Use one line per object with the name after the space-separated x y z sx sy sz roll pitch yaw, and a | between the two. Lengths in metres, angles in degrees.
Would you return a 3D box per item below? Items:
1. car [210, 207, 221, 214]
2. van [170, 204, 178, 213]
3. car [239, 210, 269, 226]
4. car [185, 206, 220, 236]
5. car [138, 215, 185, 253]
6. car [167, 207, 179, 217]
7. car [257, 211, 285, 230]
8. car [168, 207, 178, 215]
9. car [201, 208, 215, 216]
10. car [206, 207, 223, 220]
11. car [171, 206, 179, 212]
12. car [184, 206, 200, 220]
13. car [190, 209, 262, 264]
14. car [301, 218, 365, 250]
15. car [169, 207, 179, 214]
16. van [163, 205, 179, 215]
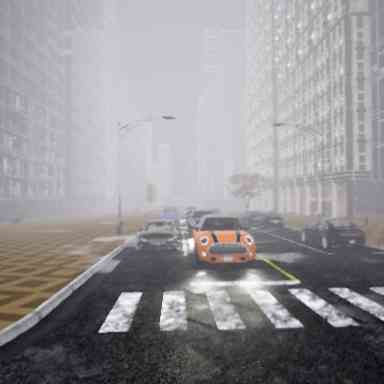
4.760 3.636 67.121 1.802 1.307 4.206 -1 -2 -2 | car
-3.850 3.636 72.397 1.690 1.788 3.998 -1 -2 -2 | van
6.149 2.534 33.416 1.947 1.339 4.313 -1 -2 -2 | car
0.782 2.048 23.280 2.097 1.767 4.553 0 -2 -2 | car
-1.529 2.046 16.216 2.008 1.369 4.403 -1 -2 -2 | car
-3.150 3.296 55.539 2.008 1.369 4.403 -1 -2 -2 | car
6.380 2.357 27.799 1.947 1.339 4.313 -1 -2 -2 | car
-3.376 3.448 60.988 1.752 1.417 4.829 -1 -2 -2 | car
2.567 3.291 55.274 1.895 1.301 4.718 0 -2 -2 | car
3.022 2.865 45.036 1.837 1.490 4.892 0 -2 -1 | car
-4.308 4.209 83.626 1.887 1.381 4.507 -1 -2 -2 | car
-0.055 2.738 45.019 2.097 1.767 4.553 0 -2 -2 | car
1.162 1.740 13.459 2.097 1.767 4.553 0 -2 -2 | car
6.843 1.989 16.563 2.008 1.369 4.403 -1 -2 -2 | car
-3.613 3.656 66.774 1.887 1.381 4.507 -1 -2 -2 | car
-2.461 2.546 38.694 1.690 1.788 3.998 -1 -2 -2 | van
